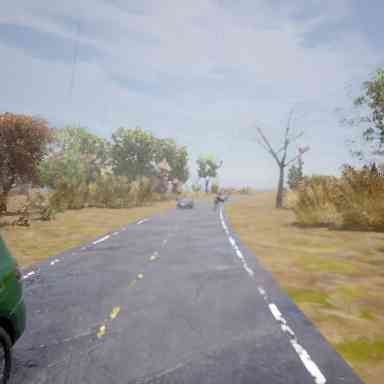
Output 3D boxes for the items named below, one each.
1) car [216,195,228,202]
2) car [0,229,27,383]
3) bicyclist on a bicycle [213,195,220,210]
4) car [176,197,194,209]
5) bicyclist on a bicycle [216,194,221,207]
[{"bbox_3d":[5.864,1.469,69.365,1.895,1.301,4.718,0,0,10],"label":"car"},{"bbox_3d":[-3.067,1.214,1.731,2.150,2.045,5.566,0,0,0],"label":"car"},{"bbox_3d":[2.811,1.371,39.705,0.582,1.620,1.656,0,0,5],"label":"bicyclist on a bicycle"},{"bbox_3d":[-0.823,1.400,42.639,2.128,1.511,4.902,0,0,6],"label":"car"},{"bbox_3d":[3.910,1.271,49.822,0.659,1.776,1.843,0,0,7],"label":"bicyclist on a bicycle"}]
